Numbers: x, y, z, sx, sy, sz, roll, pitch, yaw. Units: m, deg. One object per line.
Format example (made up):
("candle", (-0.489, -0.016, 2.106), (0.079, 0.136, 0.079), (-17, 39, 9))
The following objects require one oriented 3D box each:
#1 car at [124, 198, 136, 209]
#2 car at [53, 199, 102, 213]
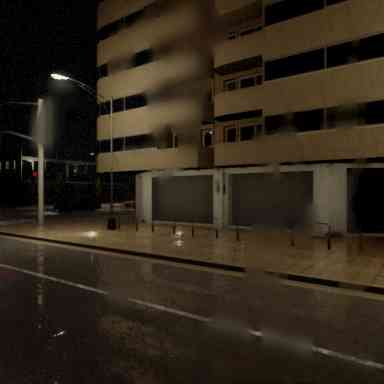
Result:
("car", (-7.140, 1.470, 45.770), (1.882, 1.535, 5.008), (0, 0, 36))
("car", (-12.928, 1.540, 37.874), (2.033, 1.411, 5.357), (0, 0, 37))
